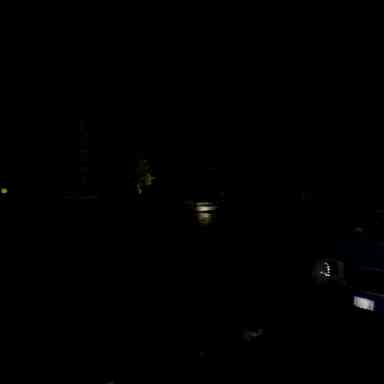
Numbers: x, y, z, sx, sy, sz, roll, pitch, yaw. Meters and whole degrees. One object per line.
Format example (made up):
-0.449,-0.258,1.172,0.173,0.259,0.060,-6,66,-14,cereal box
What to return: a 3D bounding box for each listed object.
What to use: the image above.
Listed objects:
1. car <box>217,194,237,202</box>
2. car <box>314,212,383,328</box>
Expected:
7.220,1.135,68.552,2.128,1.511,4.902,0,1,-35,car
4.758,1.302,6.463,5.566,2.045,2.150,1,0,-35,car
